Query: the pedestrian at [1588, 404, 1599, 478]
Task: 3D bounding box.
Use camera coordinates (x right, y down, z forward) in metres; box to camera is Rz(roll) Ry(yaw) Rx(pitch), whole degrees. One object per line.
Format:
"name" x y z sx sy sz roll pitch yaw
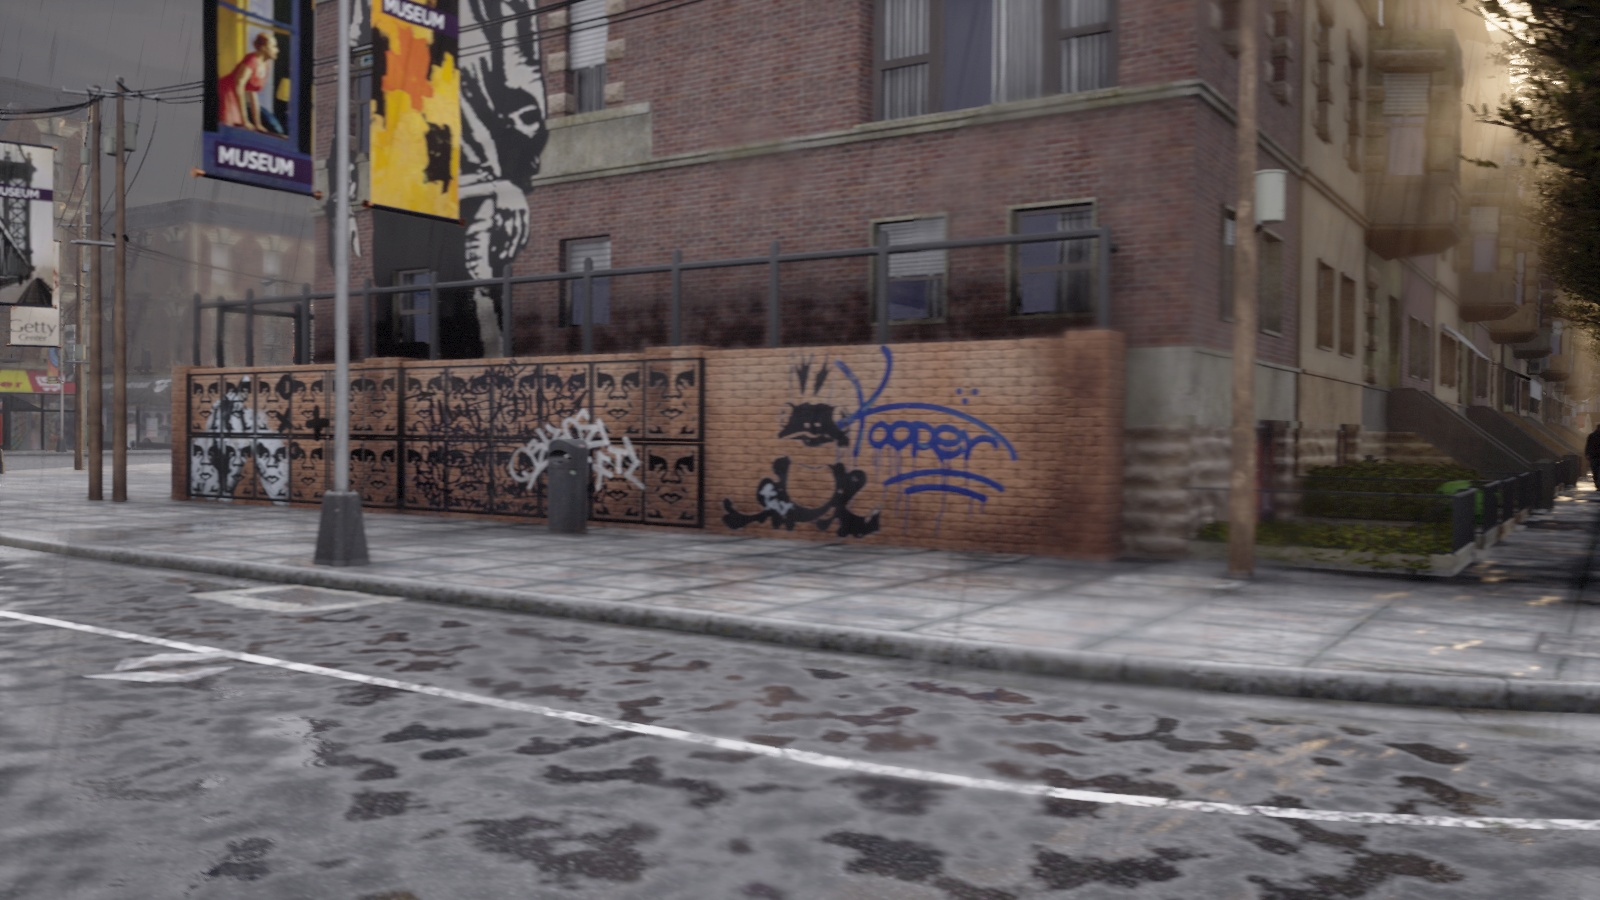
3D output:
"pedestrian" 20.408 -0.232 31.885 0.634 1.844 0.899 0 1 34
